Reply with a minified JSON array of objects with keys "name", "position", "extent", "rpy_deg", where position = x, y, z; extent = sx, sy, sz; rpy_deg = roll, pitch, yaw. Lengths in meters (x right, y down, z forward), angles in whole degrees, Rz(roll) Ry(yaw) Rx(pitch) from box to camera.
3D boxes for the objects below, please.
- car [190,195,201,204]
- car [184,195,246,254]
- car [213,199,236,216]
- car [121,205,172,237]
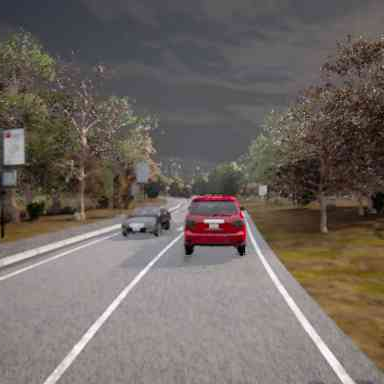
[{"name":"car","position":[0.602,1.329,58.931],"extent":[1.812,1.442,4.674],"rpy_deg":[1,0,-2]},{"name":"car","position":[0.971,1.172,13.366],"extent":[2.150,2.045,5.566],"rpy_deg":[0,0,6]},{"name":"car","position":[3.190,1.436,32.087],"extent":[2.033,1.411,5.357],"rpy_deg":[0,0,7]},{"name":"car","position":[-2.292,1.450,17.755],"extent":[2.128,1.511,4.902],"rpy_deg":[0,0,7]}]
